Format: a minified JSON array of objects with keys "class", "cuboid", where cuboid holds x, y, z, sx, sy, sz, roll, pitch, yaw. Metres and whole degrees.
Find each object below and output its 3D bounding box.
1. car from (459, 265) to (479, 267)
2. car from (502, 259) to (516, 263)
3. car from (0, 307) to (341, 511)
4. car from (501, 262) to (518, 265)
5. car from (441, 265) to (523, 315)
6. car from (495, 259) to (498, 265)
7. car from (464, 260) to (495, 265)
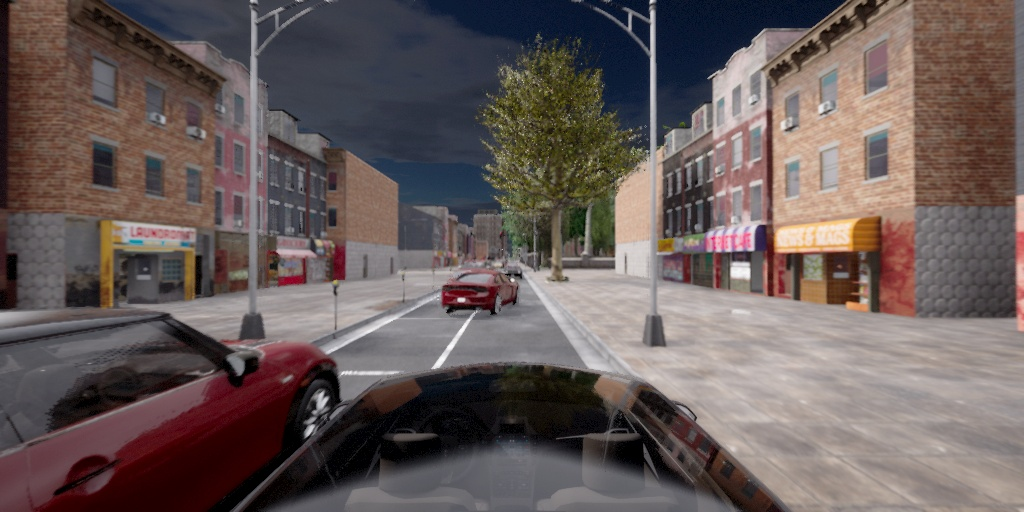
[{"class":"car","cuboid":[-2.638,1.408,20.266,1.888,1.381,4.507,0,0,0]},{"class":"car","cuboid":[0.000,1.510,46.631,1.882,1.535,5.008,0,0,0]},{"class":"car","cuboid":[-2.988,1.106,2.241,2.097,1.767,4.553,0,0,0]},{"class":"car","cuboid":[0.104,1.563,35.943,1.895,1.301,4.718,0,0,1]},{"class":"car","cuboid":[-1.054,1.303,14.181,1.882,1.535,5.008,0,0,14]},{"class":"car","cuboid":[-2.638,1.248,31.489,2.192,1.841,5.009,0,0,0]},{"class":"car","cuboid":[-2.638,1.212,25.878,2.192,1.841,5.009,0,0,0]}]
